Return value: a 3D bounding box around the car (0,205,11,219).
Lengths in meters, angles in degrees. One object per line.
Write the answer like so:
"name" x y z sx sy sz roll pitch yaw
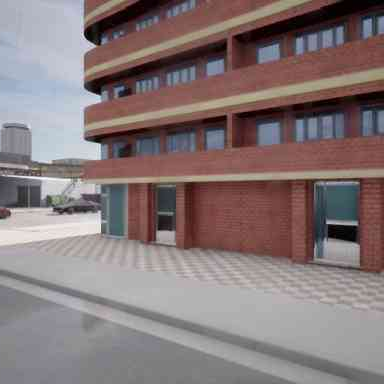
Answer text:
"car" -17.013 1.564 26.880 1.994 1.385 4.181 0 0 34

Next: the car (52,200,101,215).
"car" -11.704 1.547 34.608 2.033 1.411 5.357 0 0 34
